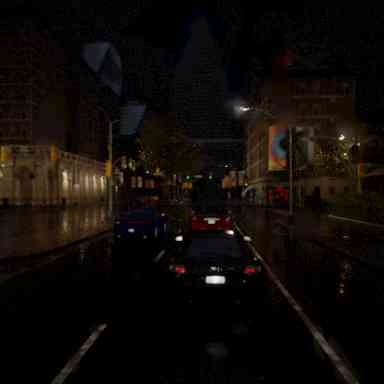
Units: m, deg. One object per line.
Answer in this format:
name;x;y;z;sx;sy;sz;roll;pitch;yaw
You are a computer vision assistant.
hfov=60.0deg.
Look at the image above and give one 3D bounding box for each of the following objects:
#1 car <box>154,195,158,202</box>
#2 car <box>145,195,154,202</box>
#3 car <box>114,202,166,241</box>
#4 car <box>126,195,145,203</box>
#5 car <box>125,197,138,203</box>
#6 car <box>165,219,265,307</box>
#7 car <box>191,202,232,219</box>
car;-10.188;1.563;86.267;2.097;1.767;4.553;0;0;3
car;-10.770;1.538;76.023;2.097;1.767;4.553;0;0;3
car;-2.507;1.519;17.028;1.882;1.535;5.008;0;0;3
car;-11.346;1.664;66.194;1.837;1.490;4.892;0;0;4
car;-13.963;1.780;77.116;1.895;1.301;4.718;0;0;3
car;0.519;1.584;8.107;1.994;1.385;4.181;0;0;3
car;1.016;1.394;17.381;2.097;1.767;4.553;0;0;3
